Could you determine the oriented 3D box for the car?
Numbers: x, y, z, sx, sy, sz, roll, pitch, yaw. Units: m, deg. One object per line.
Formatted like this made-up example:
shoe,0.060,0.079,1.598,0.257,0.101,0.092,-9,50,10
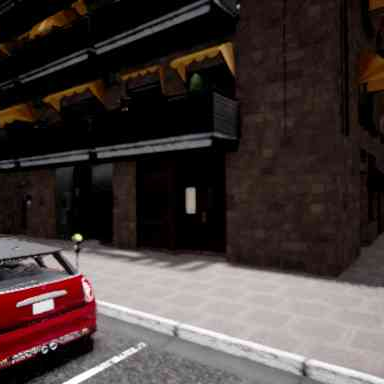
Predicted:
car,-3.457,1.494,5.344,4.097,1.590,1.967,-1,-1,35
